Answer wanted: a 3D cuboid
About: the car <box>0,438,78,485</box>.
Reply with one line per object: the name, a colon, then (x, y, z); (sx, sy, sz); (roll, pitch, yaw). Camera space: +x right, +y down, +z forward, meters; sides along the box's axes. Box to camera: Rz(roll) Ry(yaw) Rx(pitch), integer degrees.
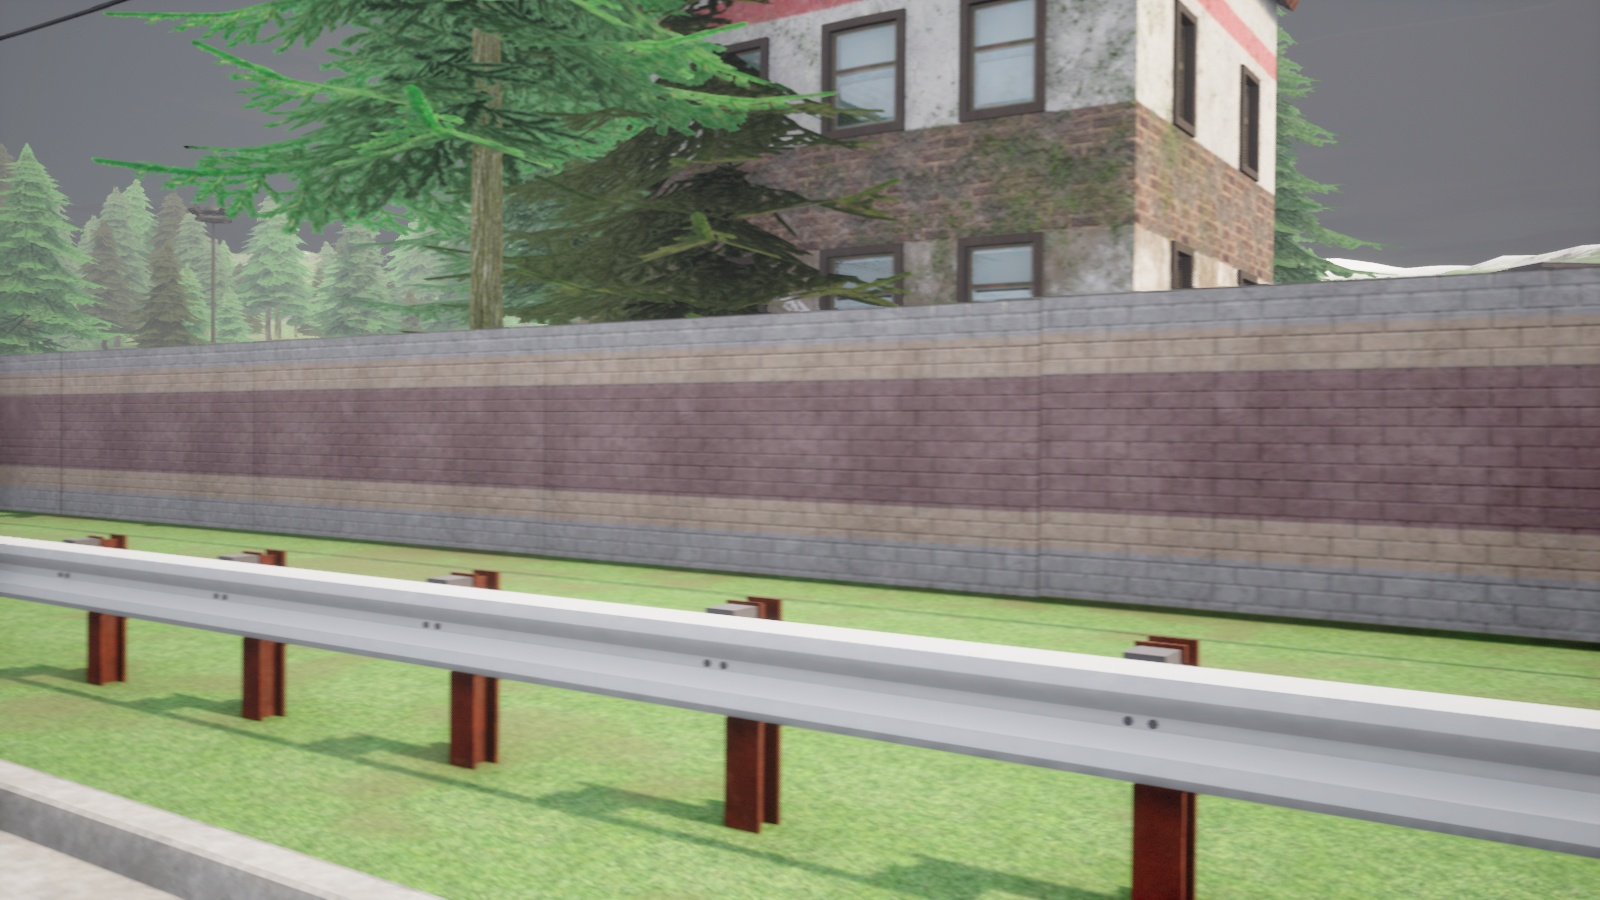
car: (-27.060, 0.387, 41.676); (1.882, 1.535, 5.008); (0, 1, 34)
